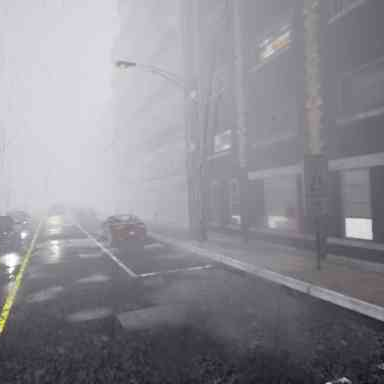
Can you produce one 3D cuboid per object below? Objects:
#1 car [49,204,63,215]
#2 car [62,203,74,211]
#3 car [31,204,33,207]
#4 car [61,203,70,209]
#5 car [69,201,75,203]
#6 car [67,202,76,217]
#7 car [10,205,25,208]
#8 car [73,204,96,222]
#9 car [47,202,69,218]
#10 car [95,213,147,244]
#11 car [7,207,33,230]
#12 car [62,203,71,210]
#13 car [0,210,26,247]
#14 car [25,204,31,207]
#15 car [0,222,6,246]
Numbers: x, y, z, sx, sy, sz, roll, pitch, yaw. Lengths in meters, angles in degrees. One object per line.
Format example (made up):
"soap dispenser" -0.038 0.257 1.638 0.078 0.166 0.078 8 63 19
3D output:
"car" -21.477 2.707 52.327 1.882 1.535 5.008 -2 -1 -23
"car" -26.015 3.108 69.588 2.008 1.369 4.403 -2 -1 -23
"car" -38.172 3.625 76.748 1.947 1.339 4.313 -2 -1 -23
"car" -30.470 3.361 80.040 1.887 1.381 4.507 -2 -1 -23
"car" -21.567 2.613 59.139 2.192 1.841 5.009 -2 -1 -23
"car" -14.944 2.440 43.614 1.752 1.417 4.829 -2 -1 -23
"car" -27.034 2.977 50.617 1.947 1.339 4.313 -2 -1 -23
"car" -10.489 2.184 33.162 1.752 1.417 4.829 -2 -1 -23
"car" -17.585 2.357 43.189 2.097 1.767 4.553 -2 -1 -23
"car" -3.644 1.813 17.372 1.887 1.381 4.507 -2 -1 -23
"car" -14.161 2.279 27.033 2.033 1.411 5.357 -2 -1 -23
"car" -28.310 3.216 74.971 1.752 1.417 4.829 -2 -1 -23
"car" -10.031 1.972 17.323 1.882 1.535 5.008 -2 -1 -23
"car" -33.717 3.381 66.296 1.802 1.307 4.206 -2 -1 -23
"car" -5.978 1.754 7.810 2.128 1.511 4.902 -2 -1 -23
